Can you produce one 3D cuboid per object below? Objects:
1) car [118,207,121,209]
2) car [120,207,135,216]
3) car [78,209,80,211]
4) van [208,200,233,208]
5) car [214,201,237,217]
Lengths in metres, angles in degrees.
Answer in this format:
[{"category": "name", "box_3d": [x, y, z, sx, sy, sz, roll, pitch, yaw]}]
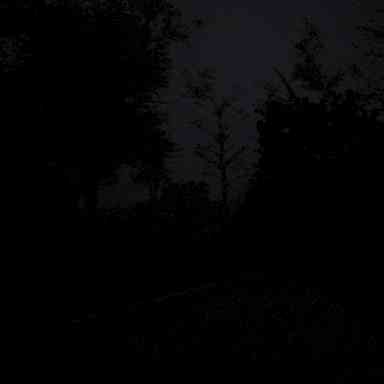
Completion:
[{"category": "car", "box_3d": [-11.264, 3.380, 59.141, 4.553, 1.767, 2.185, 0, -3, -39]}, {"category": "car", "box_3d": [-9.227, 3.362, 56.705, 4.674, 1.452, 2.002, 0, -3, -39]}, {"category": "car", "box_3d": [-26.386, 4.959, 78.143, 4.674, 1.452, 2.002, 0, -3, -39]}, {"category": "van", "box_3d": [3.929, 2.031, 40.652, 4.442, 1.987, 1.878, 0, -2, -39]}, {"category": "car", "box_3d": [5.461, 2.140, 38.287, 5.366, 1.575, 1.946, 0, -2, -39]}]
